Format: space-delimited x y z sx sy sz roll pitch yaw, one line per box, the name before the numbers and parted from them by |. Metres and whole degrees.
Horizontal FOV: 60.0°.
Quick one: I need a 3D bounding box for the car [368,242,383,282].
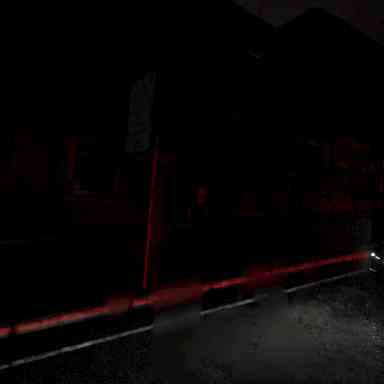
car | 6.415 1.494 8.539 4.902 1.511 2.128 0 0 -35
